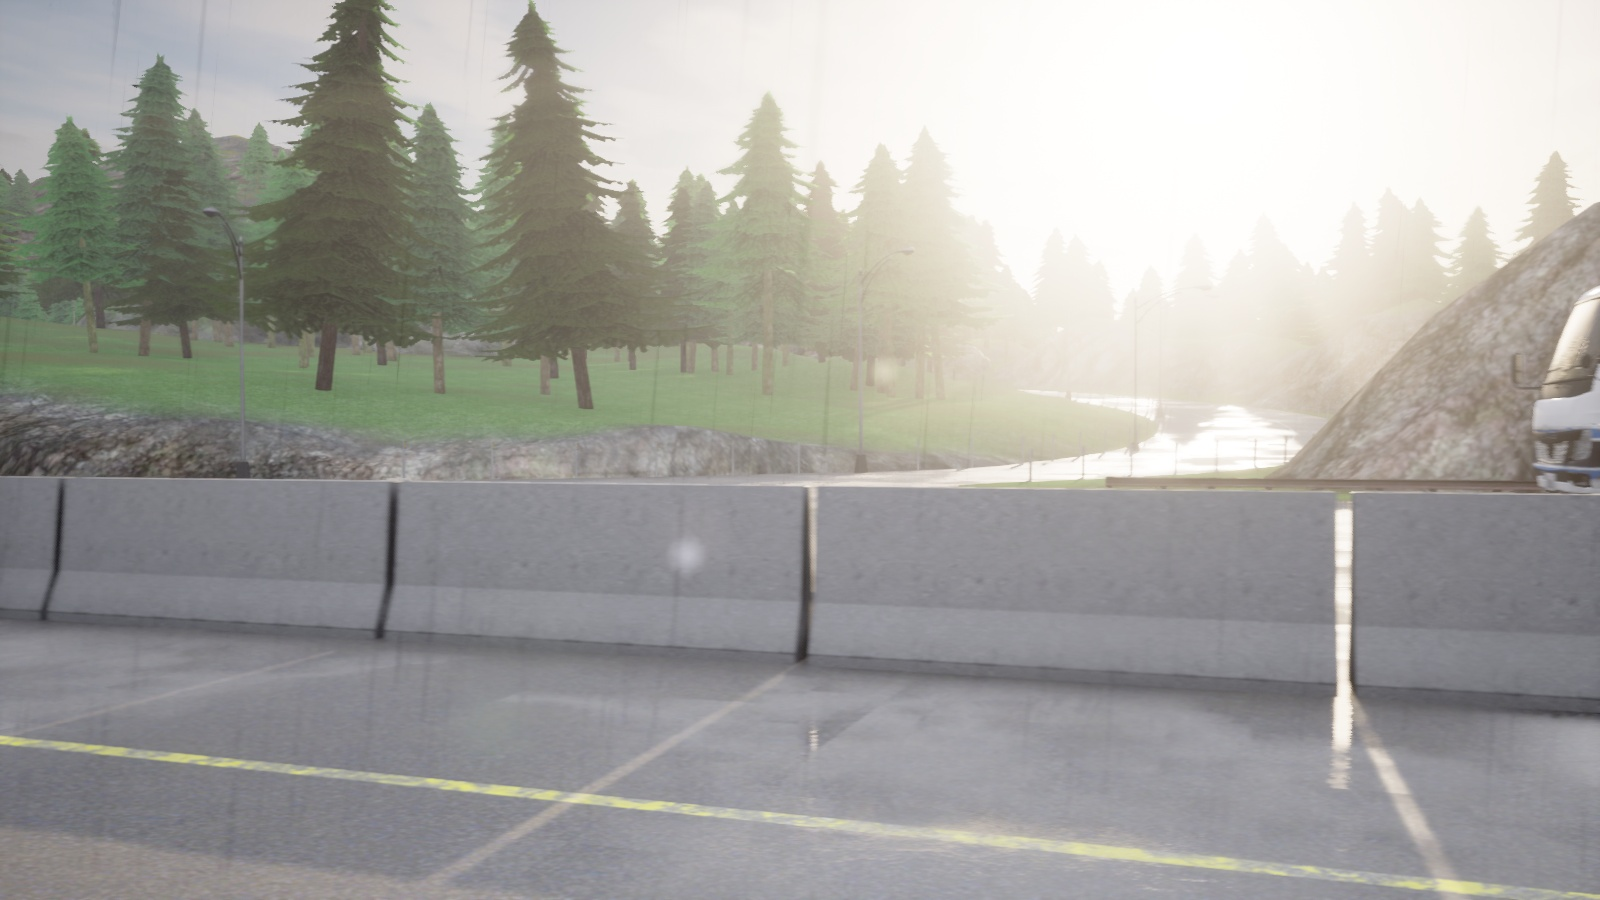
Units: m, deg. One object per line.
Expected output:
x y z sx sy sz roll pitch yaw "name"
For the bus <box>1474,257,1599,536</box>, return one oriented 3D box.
16.721 -0.803 19.702 10.273 4.253 3.944 1 1 19 "bus"
